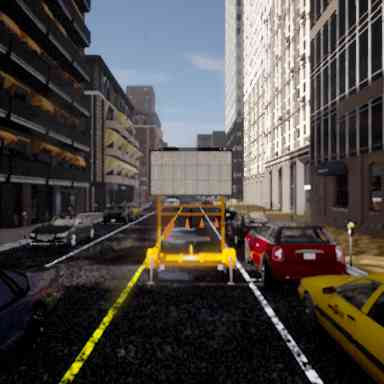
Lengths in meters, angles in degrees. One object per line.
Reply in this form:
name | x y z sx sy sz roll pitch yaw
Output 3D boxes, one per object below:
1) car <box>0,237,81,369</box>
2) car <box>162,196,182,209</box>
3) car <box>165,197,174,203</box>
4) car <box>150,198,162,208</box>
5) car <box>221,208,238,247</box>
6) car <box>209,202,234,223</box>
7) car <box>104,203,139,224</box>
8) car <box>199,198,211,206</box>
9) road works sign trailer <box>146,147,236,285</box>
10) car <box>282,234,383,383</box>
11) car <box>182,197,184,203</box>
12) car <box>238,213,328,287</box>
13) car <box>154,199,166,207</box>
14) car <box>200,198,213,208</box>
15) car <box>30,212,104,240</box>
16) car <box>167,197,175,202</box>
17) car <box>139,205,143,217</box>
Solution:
car | -3.106 1.568 3.427 2.033 1.411 5.357 0 0 0
car | -3.122 1.541 53.106 2.150 2.045 5.566 0 -1 0
car | -5.891 2.110 88.558 2.008 1.369 4.403 0 0 0
car | -5.814 1.773 54.668 1.967 1.590 4.097 0 0 0
car | 2.656 1.638 15.148 2.008 1.369 4.403 0 0 0
car | 2.631 1.721 26.445 1.947 1.339 4.313 0 0 0
car | -5.750 1.721 26.425 1.947 1.339 4.313 0 0 0
car | 2.541 1.957 65.984 2.008 1.369 4.403 0 0 0
road works sign trailer | -0.021 0.520 9.658 2.380 3.560 2.880 0 0 0
car | 2.681 1.549 4.021 1.752 1.417 4.829 0 0 0
car | -3.202 2.074 89.495 1.837 1.490 4.892 0 -1 0
car | 2.669 1.495 9.499 1.967 1.590 4.097 0 0 0
car | -5.826 1.951 60.316 1.802 1.307 4.206 0 0 0
car | 2.567 1.877 54.686 1.887 1.381 4.507 0 0 0
car | -5.724 1.638 15.128 2.008 1.369 4.403 0 0 0
car | -5.903 2.149 94.206 2.008 1.369 4.403 0 0 0
car | -5.762 1.714 31.904 1.752 1.417 4.829 0 0 0
